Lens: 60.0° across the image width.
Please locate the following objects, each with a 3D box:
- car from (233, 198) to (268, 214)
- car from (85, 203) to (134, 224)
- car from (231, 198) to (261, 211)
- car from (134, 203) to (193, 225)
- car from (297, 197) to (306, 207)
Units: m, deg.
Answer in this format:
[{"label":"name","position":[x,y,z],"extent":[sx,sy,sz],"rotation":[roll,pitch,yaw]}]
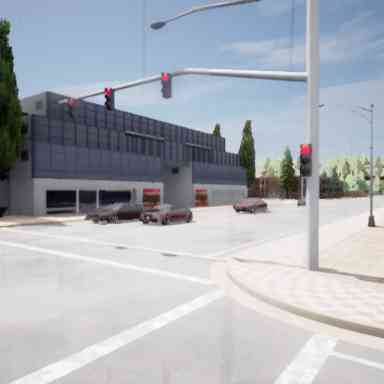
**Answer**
[{"label":"car","position":[6.249,1.439,34.638],"extent":[1.882,1.535,5.008],"rotation":[0,0,36]},{"label":"car","position":[-5.226,1.499,24.674],"extent":[2.033,1.411,5.357],"rotation":[0,0,36]},{"label":"car","position":[6.791,1.516,41.374],"extent":[1.994,1.385,4.181],"rotation":[0,0,36]},{"label":"car","position":[-1.739,1.525,23.527],"extent":[1.994,1.385,4.181],"rotation":[0,0,36]},{"label":"car","position":[17.262,1.524,49.792],"extent":[1.837,1.490,4.892],"rotation":[0,0,36]}]
